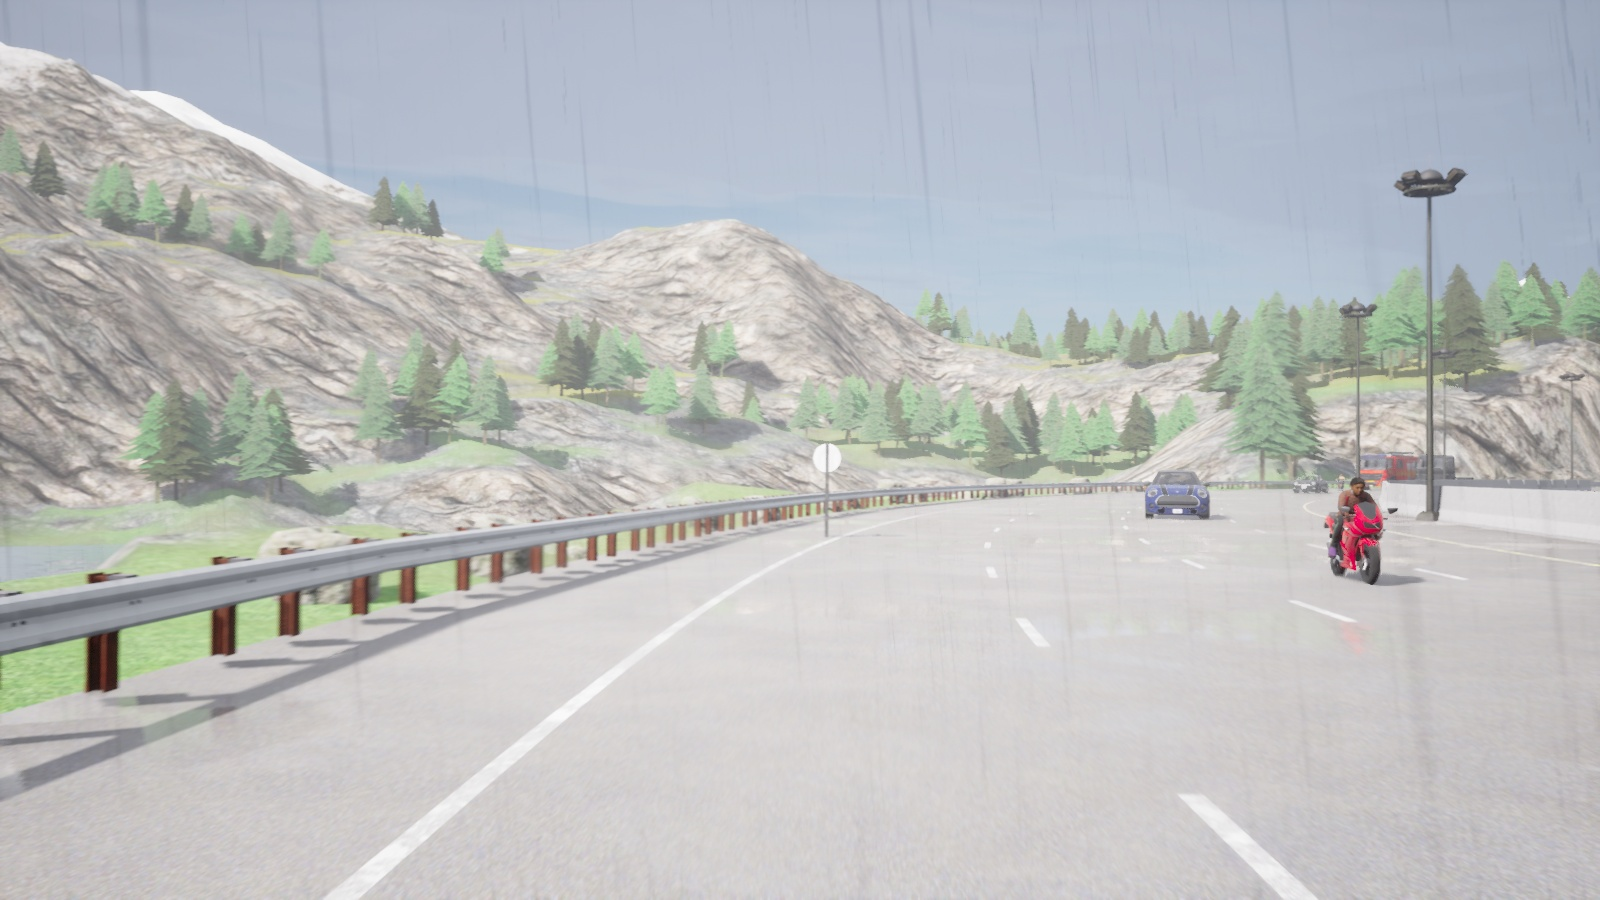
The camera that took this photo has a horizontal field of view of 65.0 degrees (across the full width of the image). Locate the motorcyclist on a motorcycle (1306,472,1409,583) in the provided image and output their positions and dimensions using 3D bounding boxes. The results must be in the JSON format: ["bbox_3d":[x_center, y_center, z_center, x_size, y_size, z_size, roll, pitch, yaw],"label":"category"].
[{"bbox_3d":[8.113,1.088,18.366,0.797,1.523,2.044,1,-1,7],"label":"motorcyclist on a motorcycle"}]

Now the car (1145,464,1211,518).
[{"bbox_3d":[13.077,1.377,43.623,2.097,1.767,4.553,0,-1,16],"label":"car"}]
